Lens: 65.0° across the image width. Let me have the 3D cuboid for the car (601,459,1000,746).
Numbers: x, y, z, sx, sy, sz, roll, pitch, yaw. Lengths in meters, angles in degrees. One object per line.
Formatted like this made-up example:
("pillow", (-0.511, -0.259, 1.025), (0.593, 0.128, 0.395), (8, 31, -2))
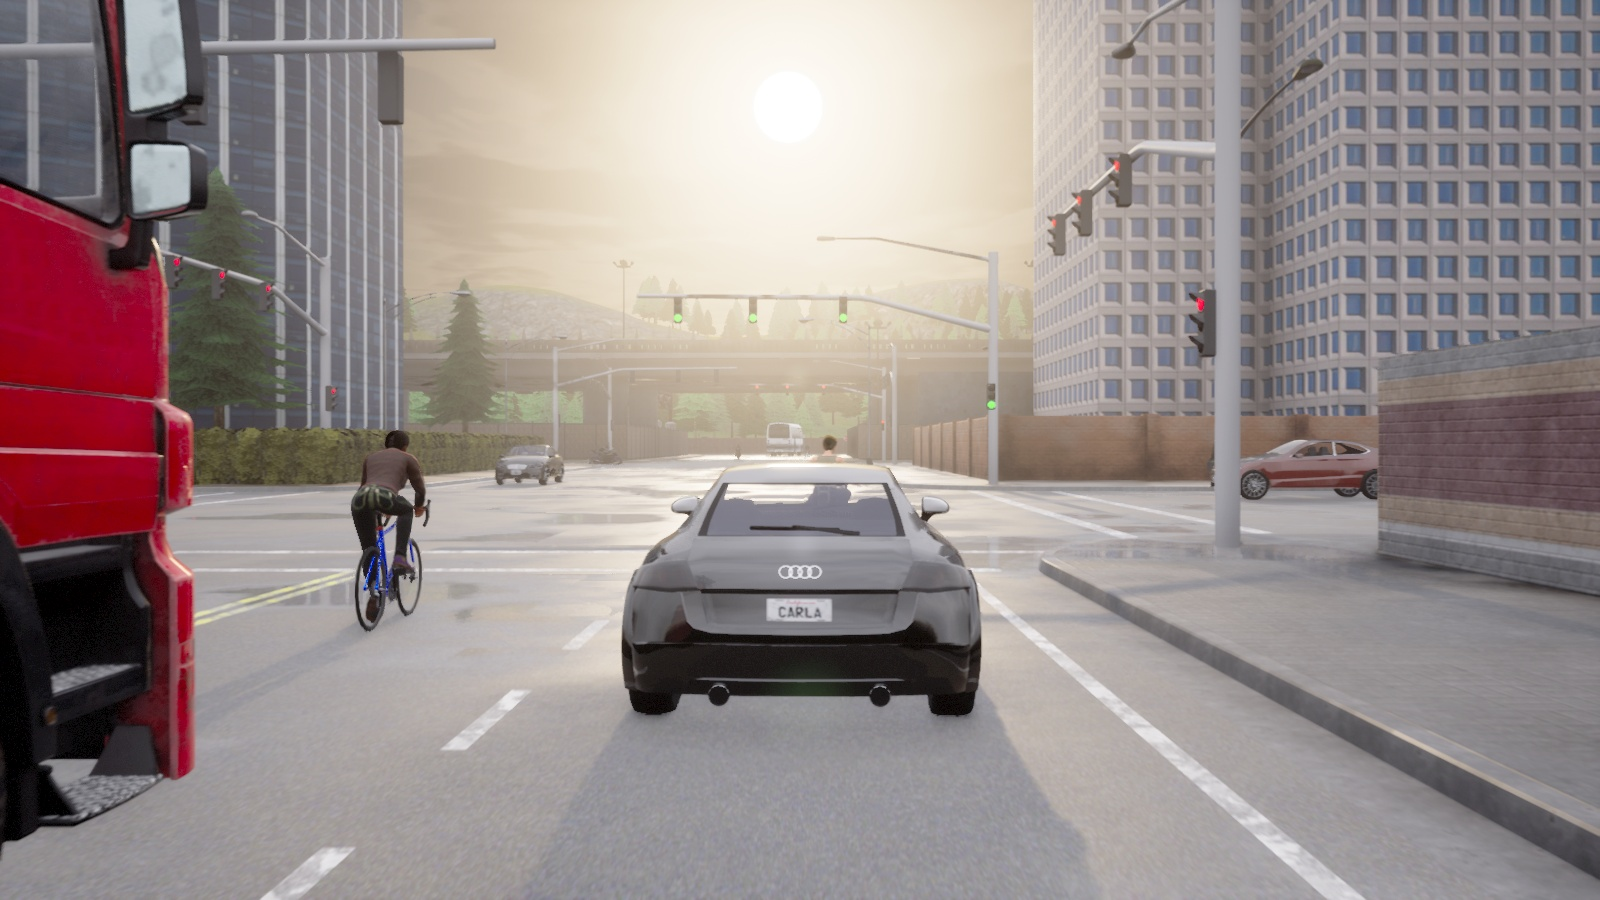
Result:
("car", (0.057, 0.772, 8.360), (1.994, 1.385, 4.181), (0, 0, 2))

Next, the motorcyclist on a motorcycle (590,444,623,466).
("motorcyclist on a motorcycle", (-13.421, 0.355, 87.190), (2.191, 1.530, 0.866), (0, 0, 0))

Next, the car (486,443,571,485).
("car", (-10.210, 0.479, 47.599), (2.128, 1.511, 4.902), (0, 0, 0))

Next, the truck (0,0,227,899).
("truck", (-3.481, -0.240, 0.441), (2.891, 3.462, 7.936), (0, 0, 0))

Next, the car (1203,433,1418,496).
("car", (13.904, 0.381, 34.454), (5.027, 1.651, 2.152), (0, 0, 1))

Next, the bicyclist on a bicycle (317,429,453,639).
("bicyclist on a bicycle", (-3.424, 0.649, 10.498), (0.582, 1.620, 1.656), (0, 0, 0))

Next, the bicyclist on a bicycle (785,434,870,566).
("bicyclist on a bicycle", (0.375, 0.610, 16.251), (0.866, 1.612, 1.509), (1, 0, 9))
